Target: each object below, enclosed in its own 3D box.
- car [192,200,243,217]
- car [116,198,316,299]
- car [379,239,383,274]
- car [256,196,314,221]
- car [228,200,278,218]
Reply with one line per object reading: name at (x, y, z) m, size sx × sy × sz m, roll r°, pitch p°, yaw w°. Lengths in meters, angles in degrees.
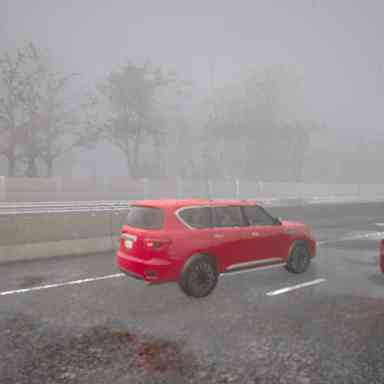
car at (2.496, 1.510, 31.564) m, size 4.718 × 1.301 × 1.895 m, roll 0°, pitch 0°, yaw -35°
car at (0.833, 1.194, 8.643) m, size 5.566 × 2.045 × 2.150 m, roll 0°, pitch 0°, yaw -35°
car at (6.805, 1.427, 8.597) m, size 5.008 × 1.535 × 1.882 m, roll 0°, pitch 0°, yaw -35°
car at (7.473, 1.257, 26.514) m, size 4.553 × 1.767 × 2.097 m, roll 0°, pitch 0°, yaw -35°
car at (5.385, 1.470, 29.324) m, size 4.181 × 1.385 × 1.994 m, roll 0°, pitch 0°, yaw -35°
